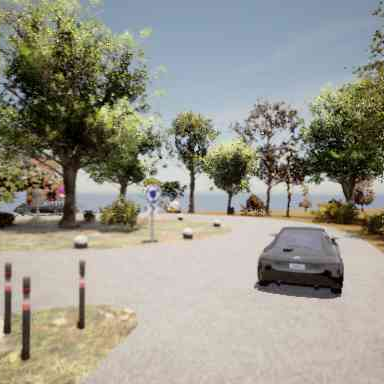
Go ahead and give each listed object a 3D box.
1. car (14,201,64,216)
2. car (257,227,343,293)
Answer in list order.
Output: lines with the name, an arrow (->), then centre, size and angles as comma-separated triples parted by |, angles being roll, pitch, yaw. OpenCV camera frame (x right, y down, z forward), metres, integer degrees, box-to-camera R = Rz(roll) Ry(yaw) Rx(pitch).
car -> -15.803, 1.719, 34.780 | 4.902, 1.511, 2.128 | 1, -1, -33
car -> 3.112, 1.666, 9.380 | 1.994, 1.385, 4.181 | 0, 0, 21
